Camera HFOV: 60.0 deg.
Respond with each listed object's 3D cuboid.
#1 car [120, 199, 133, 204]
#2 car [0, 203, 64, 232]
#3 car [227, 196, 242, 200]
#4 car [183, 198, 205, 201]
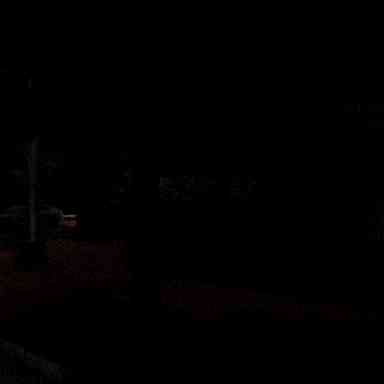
[{"bbox_3d":[-4.818,1.365,27.185,1.837,1.490,4.892,0,0,32],"label":"car"},{"bbox_3d":[-9.716,1.396,19.343,1.812,1.442,4.674,0,0,32],"label":"car"},{"bbox_3d":[5.499,1.329,43.603,2.128,1.511,4.902,0,0,32],"label":"car"},{"bbox_3d":[0.062,1.341,34.965,2.128,1.511,4.902,0,0,32],"label":"car"}]
